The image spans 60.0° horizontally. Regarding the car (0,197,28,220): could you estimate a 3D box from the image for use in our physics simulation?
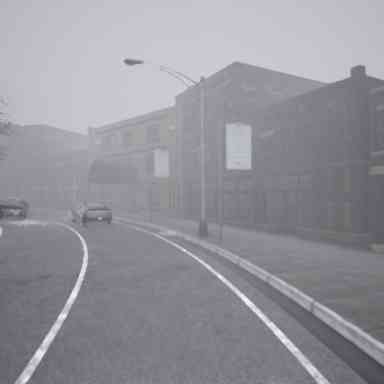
[{"bbox_3d":[-14.736,1.322,26.521,2.128,1.511,4.902,0,0,-44],"label":"car"}]

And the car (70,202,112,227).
[{"bbox_3d":[-6.769,1.376,22.098,2.128,1.511,4.902,0,0,-31],"label":"car"}]

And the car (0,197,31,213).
[{"bbox_3d":[-19.239,1.297,35.219,4.892,1.490,1.837,0,-1,36],"label":"car"}]
